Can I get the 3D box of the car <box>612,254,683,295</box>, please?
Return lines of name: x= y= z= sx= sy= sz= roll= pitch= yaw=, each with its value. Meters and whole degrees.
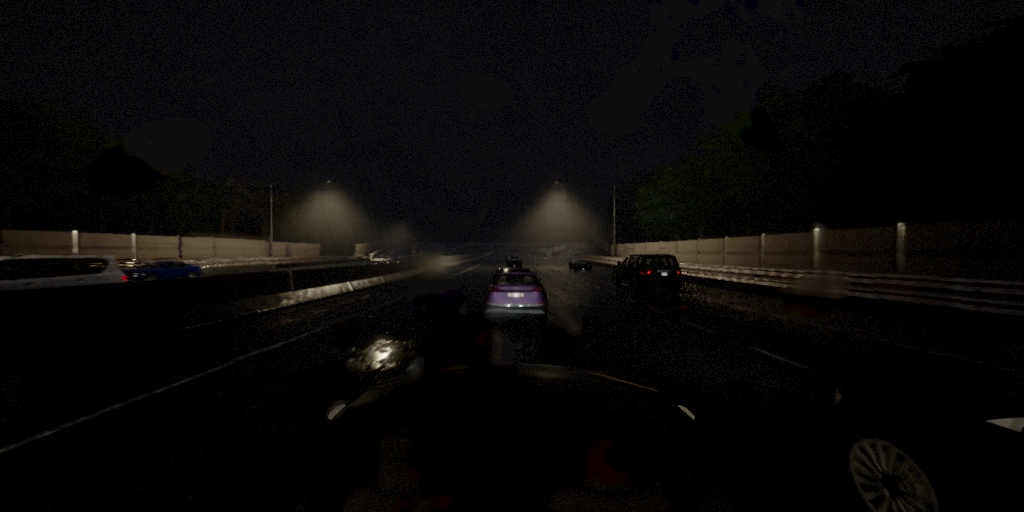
car: x=7.138 y=0.913 z=19.437 sx=2.150 sy=2.045 sz=5.566 roll=0 pitch=1 yaw=0

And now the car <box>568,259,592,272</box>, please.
car: x=7.249 y=1.000 z=38.611 sx=1.895 sy=1.301 sz=4.718 roll=0 pitch=1 yaw=0

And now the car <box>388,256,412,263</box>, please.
car: x=-17.182 y=0.683 z=56.665 sx=2.033 sy=1.411 sz=5.357 roll=0 pitch=1 yaw=1

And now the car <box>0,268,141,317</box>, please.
car: x=-17.580 y=1.256 z=13.752 sx=1.812 sy=1.442 sz=4.674 roll=0 pitch=0 yaw=0

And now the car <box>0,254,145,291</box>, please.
car: x=-14.090 y=0.969 z=9.836 sx=2.150 sy=2.045 sz=5.566 roll=0 pitch=0 yaw=0

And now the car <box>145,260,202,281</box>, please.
car: x=-24.534 y=1.103 z=25.114 sx=1.882 sy=1.535 sz=5.008 roll=0 pitch=1 yaw=0

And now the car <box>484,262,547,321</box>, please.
car: x=0.116 y=1.169 z=12.480 sx=2.033 sy=1.649 sz=4.856 roll=0 pitch=0 yaw=0

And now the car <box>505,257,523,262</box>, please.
car: x=0.287 y=0.821 z=43.155 sx=1.837 sy=1.490 sz=4.892 roll=0 pitch=1 yaw=1

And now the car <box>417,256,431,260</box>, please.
car: x=-13.685 y=0.641 z=56.467 sx=1.994 sy=1.385 sz=4.181 roll=0 pitch=1 yaw=1

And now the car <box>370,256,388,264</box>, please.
car: x=-20.682 y=0.582 z=56.674 sx=1.895 sy=1.301 sz=4.718 roll=0 pitch=1 yaw=1

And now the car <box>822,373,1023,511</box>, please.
car: x=3.601 y=1.241 z=1.085 sx=2.128 sy=1.511 sz=4.902 roll=0 pitch=0 yaw=0
